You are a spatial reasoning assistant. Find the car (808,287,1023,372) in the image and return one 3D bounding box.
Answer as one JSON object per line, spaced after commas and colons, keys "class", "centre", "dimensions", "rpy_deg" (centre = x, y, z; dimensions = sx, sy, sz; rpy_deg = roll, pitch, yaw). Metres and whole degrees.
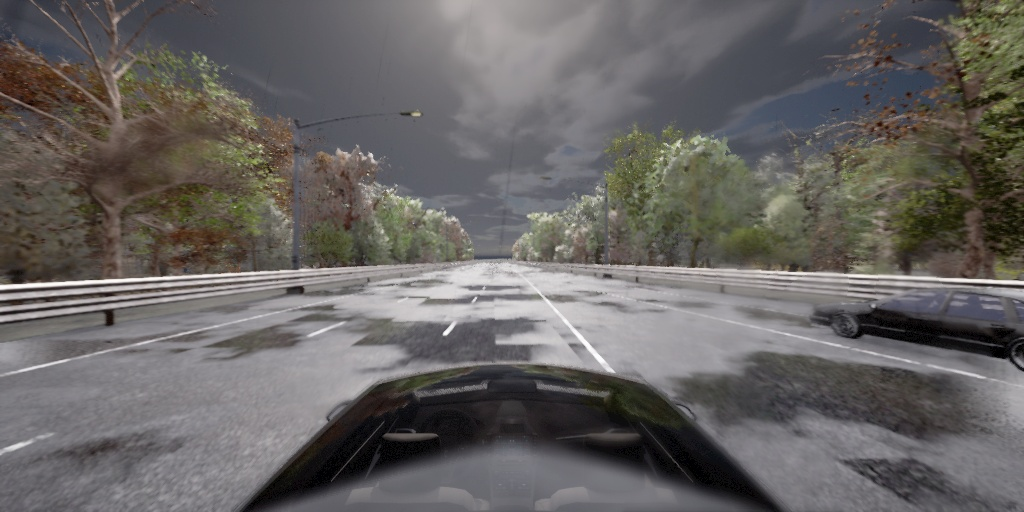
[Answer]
{"class": "car", "centre": [9.558, 1.372, 7.571], "dimensions": [2.033, 1.411, 5.357], "rpy_deg": [0, 0, -10]}
